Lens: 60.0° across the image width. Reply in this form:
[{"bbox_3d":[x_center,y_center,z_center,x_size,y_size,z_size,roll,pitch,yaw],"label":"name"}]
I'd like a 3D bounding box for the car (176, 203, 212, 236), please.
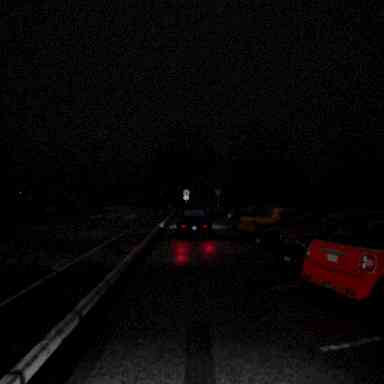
[{"bbox_3d":[0.114,1.538,18.251,1.812,1.442,4.674,0,0,0],"label":"car"}]

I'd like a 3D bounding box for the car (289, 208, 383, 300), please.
[{"bbox_3d":[4.801,1.364,7.372,4.553,1.767,2.185,1,0,-20],"label":"car"}]

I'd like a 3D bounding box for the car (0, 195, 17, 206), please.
[{"bbox_3d":[-33.365,1.569,60.166,2.185,1.767,4.553,1,-3,-19],"label":"car"}]

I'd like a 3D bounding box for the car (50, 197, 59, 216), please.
[{"bbox_3d":[-13.448,1.460,26.424,5.366,1.575,1.946,-1,1,-20],"label":"car"}]

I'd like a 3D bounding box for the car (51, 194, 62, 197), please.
[{"bbox_3d":[-24.310,1.440,60.034,2.435,2.045,5.566,1,-3,-19],"label":"car"}]

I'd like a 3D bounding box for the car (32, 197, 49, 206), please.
[{"bbox_3d":[-27.314,1.692,60.051,2.231,1.521,4.892,1,-3,-19],"label":"car"}]

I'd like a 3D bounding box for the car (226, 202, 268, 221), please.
[{"bbox_3d":[4.840,1.500,20.532,4.892,1.521,2.231,1,0,-20],"label":"car"}]

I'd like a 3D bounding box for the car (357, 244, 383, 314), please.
[{"bbox_3d":[4.831,1.528,4.400,4.674,1.452,2.002,1,0,-20],"label":"car"}]

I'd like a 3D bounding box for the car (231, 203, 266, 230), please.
[{"bbox_3d":[5.014,1.496,17.207,5.366,1.575,1.946,1,0,-20],"label":"car"}]

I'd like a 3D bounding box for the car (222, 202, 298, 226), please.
[{"bbox_3d":[4.856,1.501,23.926,4.892,1.521,2.231,1,0,-20],"label":"car"}]

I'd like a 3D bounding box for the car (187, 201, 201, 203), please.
[{"bbox_3d":[0.243,1.577,34.918,1.895,1.301,4.718,0,0,3],"label":"car"}]

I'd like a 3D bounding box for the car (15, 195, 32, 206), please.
[{"bbox_3d":[-30.328,1.565,60.063,2.185,1.767,4.553,1,-3,-19],"label":"car"}]

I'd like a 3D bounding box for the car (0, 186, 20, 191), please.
[{"bbox_3d":[-37.653,-0.188,67.053,5.566,2.045,2.150,4,-2,1],"label":"car"}]

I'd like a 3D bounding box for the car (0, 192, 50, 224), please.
[{"bbox_3d":[-13.314,1.222,23.449,5.566,2.045,2.435,-1,0,-20],"label":"car"}]

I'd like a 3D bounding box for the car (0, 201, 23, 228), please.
[{"bbox_3d":[-13.301,1.519,20.448,4.674,1.452,2.002,-1,0,-20],"label":"car"}]

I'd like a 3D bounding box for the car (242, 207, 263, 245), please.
[{"bbox_3d":[4.812,1.524,13.732,4.792,1.488,2.163,1,0,-20],"label":"car"}]

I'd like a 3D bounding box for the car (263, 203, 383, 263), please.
[{"bbox_3d":[4.865,1.367,10.363,4.553,1.767,2.185,1,0,-20],"label":"car"}]
